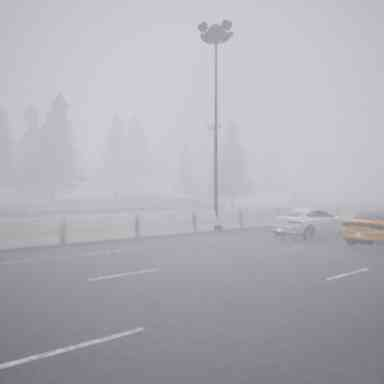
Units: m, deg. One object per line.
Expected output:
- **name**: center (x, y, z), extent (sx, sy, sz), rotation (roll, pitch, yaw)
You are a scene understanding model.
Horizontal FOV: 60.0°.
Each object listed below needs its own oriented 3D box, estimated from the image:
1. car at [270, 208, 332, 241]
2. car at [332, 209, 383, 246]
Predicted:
- **car**: center (5.901, 1.503, 16.620), extent (4.674, 1.442, 1.812), rotation (0, 0, -35)
- **car**: center (8.350, 1.456, 14.067), extent (5.008, 1.535, 1.882), rotation (-1, 0, -35)
